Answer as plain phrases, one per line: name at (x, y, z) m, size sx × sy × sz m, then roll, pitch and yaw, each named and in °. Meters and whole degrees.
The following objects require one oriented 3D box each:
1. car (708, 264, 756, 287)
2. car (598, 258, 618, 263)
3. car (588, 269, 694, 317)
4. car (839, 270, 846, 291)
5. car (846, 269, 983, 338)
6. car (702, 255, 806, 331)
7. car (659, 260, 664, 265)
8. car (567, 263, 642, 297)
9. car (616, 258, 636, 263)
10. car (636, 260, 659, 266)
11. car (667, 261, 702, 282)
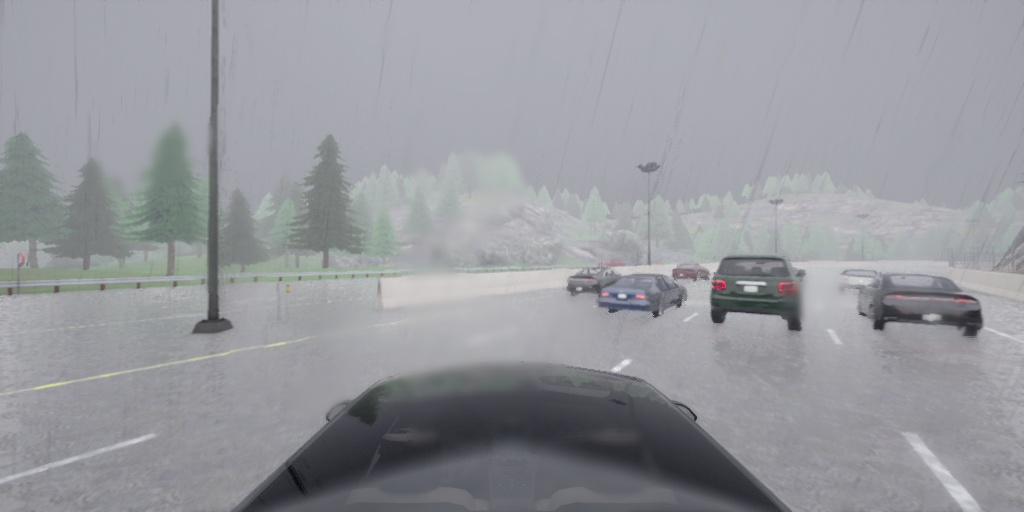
car at (16.895, 1.378, 27.442) m, size 2.128 × 1.511 × 4.902 m, roll 0°, pitch 0°, yaw 43°
car at (16.807, 1.281, 61.382) m, size 5.566 × 2.045 × 2.150 m, roll 0°, pitch 0°, yaw -40°
car at (5.126, 1.360, 13.635) m, size 2.033 × 1.411 × 5.357 m, roll 0°, pitch 0°, yaw 38°
car at (21.163, 1.457, 21.781) m, size 1.895 × 1.301 × 4.718 m, roll 0°, pitch 0°, yaw 43°
car at (11.544, 1.287, 10.461) m, size 2.128 × 1.511 × 4.902 m, roll 0°, pitch -1°, yaw 38°
car at (7.966, 1.017, 11.591) m, size 2.150 × 2.045 × 5.566 m, roll 0°, pitch -1°, yaw 38°
car at (24.612, 1.550, 54.221) m, size 4.674 × 1.442 × 1.812 m, roll 0°, pitch 0°, yaw -40°
car at (4.689, 1.331, 18.670) m, size 2.128 × 1.511 × 4.902 m, roll 0°, pitch 0°, yaw 39°
car at (19.996, 1.542, 59.469) m, size 4.902 × 1.511 × 2.128 m, roll 0°, pitch 0°, yaw -40°
car at (22.234, 1.390, 56.768) m, size 4.553 × 1.767 × 2.097 m, roll 0°, pitch 0°, yaw -40°
car at (15.576, 1.381, 31.140) m, size 1.882 × 1.535 × 5.008 m, roll 0°, pitch 0°, yaw 44°
